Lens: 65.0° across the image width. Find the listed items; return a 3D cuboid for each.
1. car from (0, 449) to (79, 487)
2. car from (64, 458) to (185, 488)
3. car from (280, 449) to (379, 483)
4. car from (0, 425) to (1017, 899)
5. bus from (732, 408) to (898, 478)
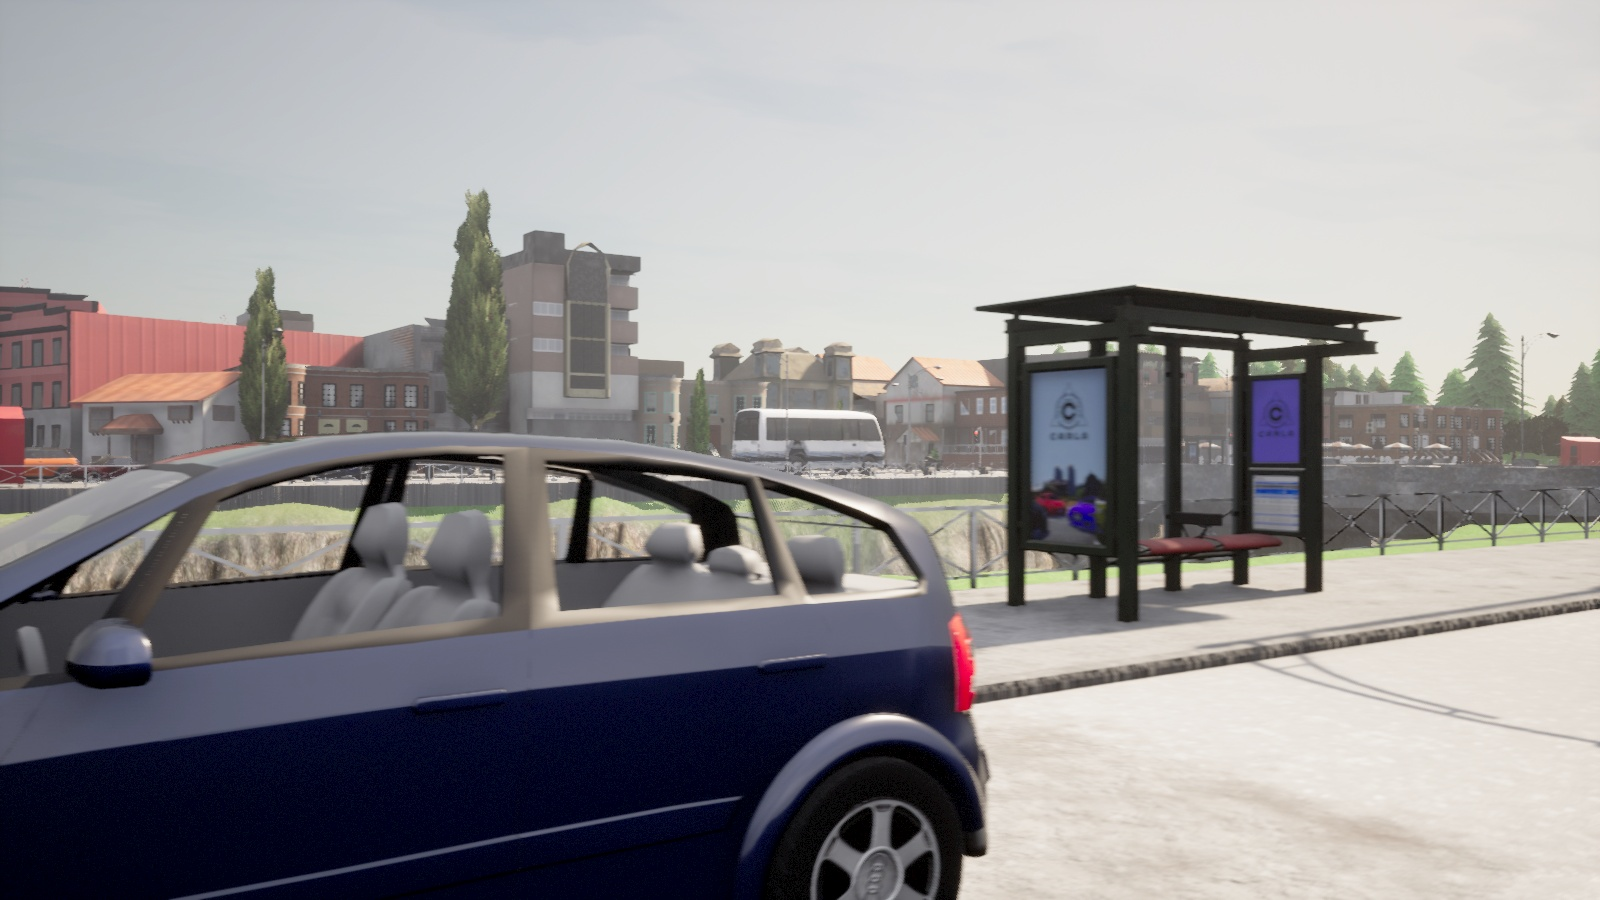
[{"bbox_3d":[-36.495,0.825,58.860,4.553,1.767,2.097,0,0,-33],"label":"car"},{"bbox_3d":[-31.062,1.053,57.835,4.718,1.301,1.895,0,0,-35],"label":"car"},{"bbox_3d":[-24.948,0.819,66.637,4.553,1.767,2.097,0,0,-32],"label":"car"},{"bbox_3d":[-1.407,0.734,3.289,3.705,1.549,1.789,0,0,-35],"label":"car"},{"bbox_3d":[1.068,-0.436,80.234,10.273,4.253,3.944,0,0,-36],"label":"bus"}]
